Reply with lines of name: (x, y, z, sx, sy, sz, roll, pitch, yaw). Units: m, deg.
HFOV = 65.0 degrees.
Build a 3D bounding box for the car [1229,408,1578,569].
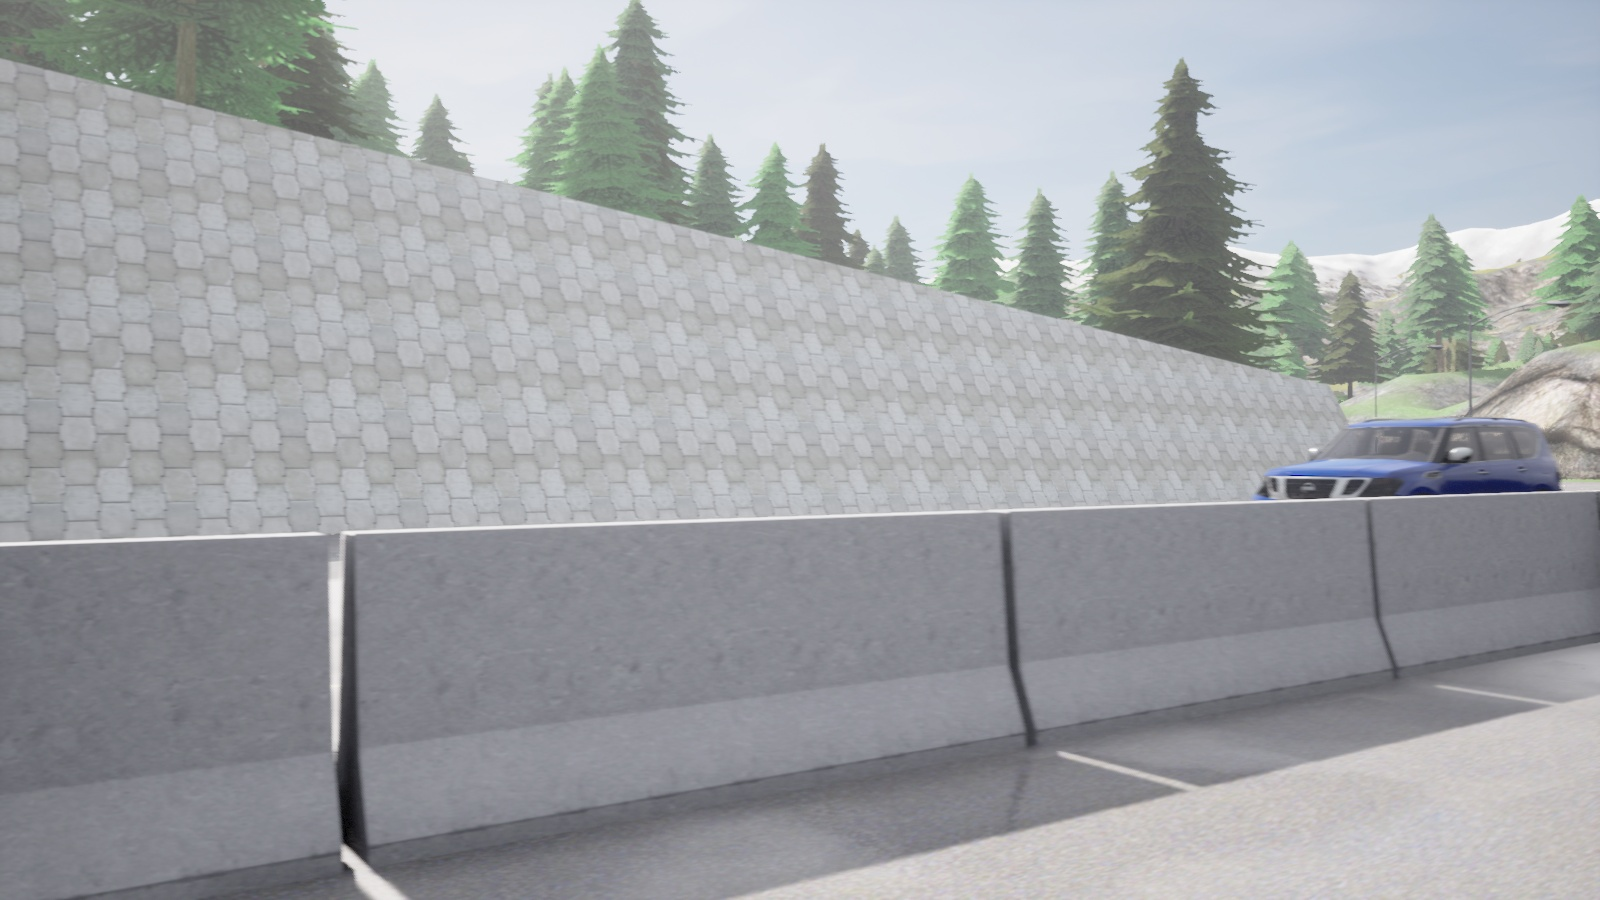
car: (8.948, 0.490, 18.417, 5.566, 2.045, 2.150, 0, 0, -35)
